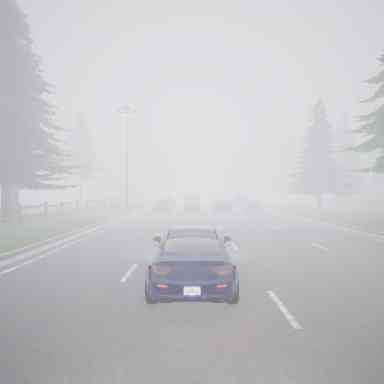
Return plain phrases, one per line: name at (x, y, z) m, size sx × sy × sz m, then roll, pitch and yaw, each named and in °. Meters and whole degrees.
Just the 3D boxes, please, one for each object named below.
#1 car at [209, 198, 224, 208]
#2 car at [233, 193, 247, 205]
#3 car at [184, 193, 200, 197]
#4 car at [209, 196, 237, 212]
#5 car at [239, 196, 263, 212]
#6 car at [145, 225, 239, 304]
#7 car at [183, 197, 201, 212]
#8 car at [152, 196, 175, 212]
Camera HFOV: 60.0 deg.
car at (3.520, 1.601, 49.051) m, size 1.895 × 1.301 × 4.718 m, roll 0°, pitch 0°, yaw 0°
car at (7.020, 1.221, 49.050) m, size 2.150 × 2.045 × 5.566 m, roll 0°, pitch 0°, yaw 0°
car at (0.020, 1.221, 49.053) m, size 2.150 × 2.045 × 5.566 m, roll 0°, pitch 0°, yaw 0°
car at (3.516, 1.491, 38.601) m, size 2.128 × 1.511 × 4.902 m, roll 0°, pitch 0°, yaw 0°
car at (7.016, 1.526, 39.017) m, size 1.812 × 1.442 × 4.674 m, roll 0°, pitch 0°, yaw 0°
car at (0.004, 1.526, 7.990) m, size 1.812 × 1.442 × 4.674 m, roll 0°, pitch 0°, yaw 0°
car at (0.016, 1.564, 39.019) m, size 1.994 × 1.385 × 4.181 m, roll 0°, pitch 0°, yaw 0°
car at (-3.484, 1.547, 38.604) m, size 2.033 × 1.411 × 5.357 m, roll 0°, pitch 0°, yaw 0°
